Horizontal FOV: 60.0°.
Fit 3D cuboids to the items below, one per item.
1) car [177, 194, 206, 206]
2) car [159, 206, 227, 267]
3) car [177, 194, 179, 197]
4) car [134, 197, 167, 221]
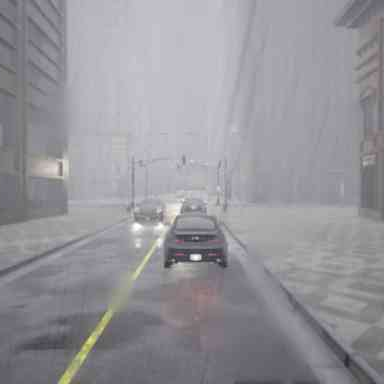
[{"bbox_3d":[0.112,1.215,27.326,2.097,1.767,4.553,0,0,0],"label":"car"},{"bbox_3d":[0.103,1.449,11.220,1.837,1.490,4.892,0,1,0],"label":"car"},{"bbox_3d":[-2.956,1.159,88.649,1.895,1.301,4.718,0,0,0],"label":"car"},{"bbox_3d":[-3.069,1.223,25.251,2.097,1.767,4.553,0,0,0],"label":"car"}]
